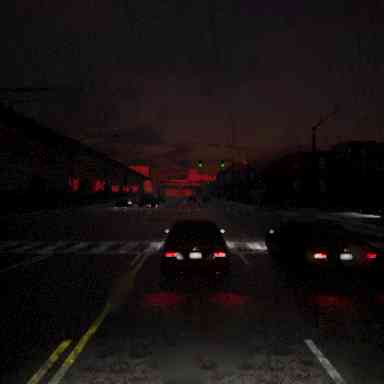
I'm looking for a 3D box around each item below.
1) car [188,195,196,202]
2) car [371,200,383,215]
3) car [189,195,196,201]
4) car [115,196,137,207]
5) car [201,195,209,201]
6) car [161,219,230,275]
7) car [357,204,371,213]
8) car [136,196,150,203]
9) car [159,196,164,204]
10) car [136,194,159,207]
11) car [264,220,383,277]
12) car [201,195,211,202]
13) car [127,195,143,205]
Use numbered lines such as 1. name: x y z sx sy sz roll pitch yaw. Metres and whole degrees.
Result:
1. car: 0.018 1.661 79.633 2.033 1.411 5.357 0 0 0
2. car: 19.967 1.612 31.773 4.181 1.385 1.994 0 0 0
3. car: 0.020 1.638 90.185 1.837 1.490 4.892 0 0 0
4. car: -10.573 1.627 52.074 2.033 1.411 5.357 0 0 0
5. car: 3.520 1.662 90.176 1.812 1.442 4.674 0 0 0
6. car: 0.091 1.563 10.432 2.033 1.411 5.357 0 0 0
7. car: 20.544 1.600 35.278 5.357 1.411 2.033 0 0 0
8. car: -10.484 1.635 71.493 2.128 1.511 4.902 0 0 0
9. car: -6.997 1.644 63.188 2.033 1.411 5.357 0 0 0
10. car: -7.076 1.303 52.948 2.150 2.045 5.566 0 0 0
11. car: 3.635 1.563 10.269 2.033 1.411 5.357 0 0 1
12. car: 3.518 1.675 80.235 1.994 1.385 4.181 0 0 0
13. car: -10.513 1.446 61.468 2.097 1.767 4.553 0 0 0
